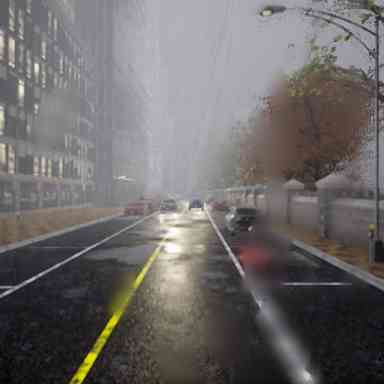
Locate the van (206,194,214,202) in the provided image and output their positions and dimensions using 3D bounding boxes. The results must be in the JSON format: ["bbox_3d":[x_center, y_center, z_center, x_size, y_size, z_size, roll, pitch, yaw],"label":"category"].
[{"bbox_3d":[4.172,1.312,76.227,1.690,1.788,3.998,0,0,2],"label":"van"}]

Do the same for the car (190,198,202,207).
[{"bbox_3d":[0.682,1.580,51.909,1.895,1.301,4.718,0,0,2],"label":"car"}]

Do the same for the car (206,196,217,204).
[{"bbox_3d":[3.786,1.541,64.985,1.947,1.339,4.313,0,0,2],"label":"car"}]

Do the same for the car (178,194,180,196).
[{"bbox_3d":[-4.220,1.522,69.983,2.008,1.369,4.403,0,0,2],"label":"car"}]

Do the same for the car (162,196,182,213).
[{"bbox_3d":[-2.479,1.490,37.103,1.837,1.490,4.892,0,0,1],"label":"car"}]

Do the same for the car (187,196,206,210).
[{"bbox_3d":[0.529,1.509,41.401,1.812,1.442,4.674,0,0,1],"label":"car"}]

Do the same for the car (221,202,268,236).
[{"bbox_3d":[2.840,1.498,18.148,1.837,1.490,4.892,0,0,1],"label":"car"}]

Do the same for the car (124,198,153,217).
[{"bbox_3d":[-5.070,1.531,30.625,1.887,1.381,4.507,0,0,1],"label":"car"}]

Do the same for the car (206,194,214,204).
[{"bbox_3d":[3.610,1.522,59.346,1.887,1.381,4.507,0,0,2],"label":"car"}]

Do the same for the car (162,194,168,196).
[{"bbox_3d":[-4.741,1.293,53.125,2.192,1.841,5.009,0,0,1],"label":"car"}]

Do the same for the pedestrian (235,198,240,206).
[{"bbox_3d":[2.870,1.285,21.086,0.375,1.860,0.375,0,0,1],"label":"pedestrian"}]

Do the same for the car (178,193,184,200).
[{"bbox_3d":[-3.662,1.515,86.870,2.008,1.369,4.403,0,0,2],"label":"car"}]

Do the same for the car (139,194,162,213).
[{"bbox_3d":[-4.976,1.299,36.250,2.192,1.841,5.009,0,0,1],"label":"car"}]

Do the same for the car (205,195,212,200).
[{"bbox_3d":[4.680,1.545,93.074,1.802,1.307,4.206,0,0,1],"label":"car"}]

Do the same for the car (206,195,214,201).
[{"bbox_3d":[4.359,1.519,81.842,2.008,1.369,4.403,0,0,2],"label":"car"}]

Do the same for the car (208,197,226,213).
[{"bbox_3d":[3.061,1.530,36.790,1.887,1.381,4.507,0,0,1],"label":"car"}]
